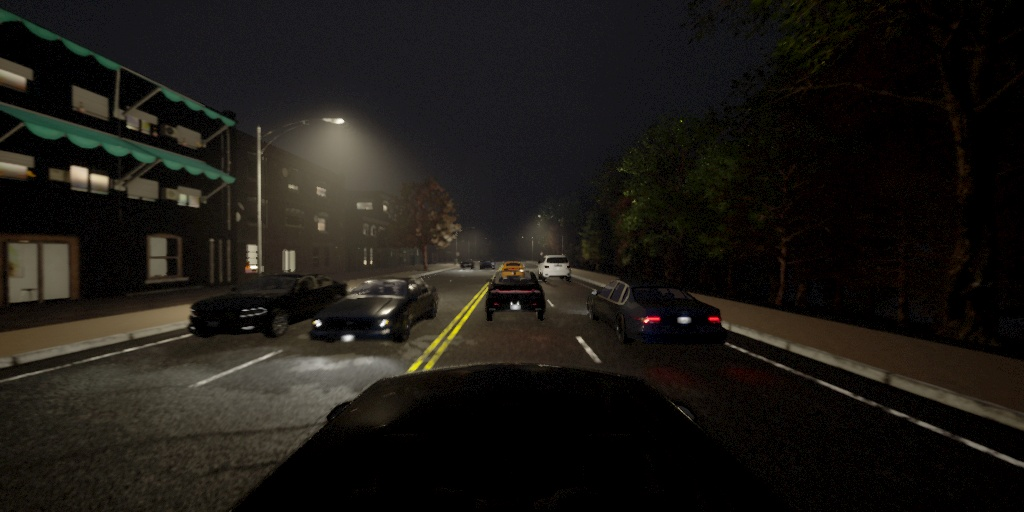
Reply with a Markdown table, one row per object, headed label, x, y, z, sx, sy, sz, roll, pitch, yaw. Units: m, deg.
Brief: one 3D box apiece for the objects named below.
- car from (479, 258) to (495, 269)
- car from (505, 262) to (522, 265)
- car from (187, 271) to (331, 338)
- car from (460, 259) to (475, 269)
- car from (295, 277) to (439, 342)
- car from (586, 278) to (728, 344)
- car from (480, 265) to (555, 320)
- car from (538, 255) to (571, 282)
| label | x | y | z | sx | sy | sz | roll | pitch | yaw |
| --- | --- | --- | --- | --- | --- | --- | --- | --- | --- |
| car | -3.450 | 1.081 | 51.001 | 2.097 | 1.767 | 4.553 | 0 | 0 | -1 |
| car | 0.099 | 1.214 | 31.013 | 1.882 | 1.535 | 5.008 | 0 | 0 | 0 |
| car | -6.601 | 1.224 | 10.407 | 1.882 | 1.535 | 5.008 | 0 | 0 | 0 |
| car | -6.741 | 1.220 | 54.292 | 2.128 | 1.511 | 4.902 | 0 | 0 | -1 |
| car | -3.353 | 1.294 | 9.987 | 2.033 | 1.411 | 5.357 | 0 | 0 | 0 |
| car | 3.351 | 1.294 | 9.484 | 2.033 | 1.411 | 5.357 | 0 | 0 | 0 |
| car | 0.099 | 1.237 | 12.631 | 2.128 | 1.511 | 4.902 | 0 | 0 | 0 |
| car | 3.348 | 0.959 | 28.810 | 2.150 | 2.045 | 5.566 | 0 | 0 | 0 |
